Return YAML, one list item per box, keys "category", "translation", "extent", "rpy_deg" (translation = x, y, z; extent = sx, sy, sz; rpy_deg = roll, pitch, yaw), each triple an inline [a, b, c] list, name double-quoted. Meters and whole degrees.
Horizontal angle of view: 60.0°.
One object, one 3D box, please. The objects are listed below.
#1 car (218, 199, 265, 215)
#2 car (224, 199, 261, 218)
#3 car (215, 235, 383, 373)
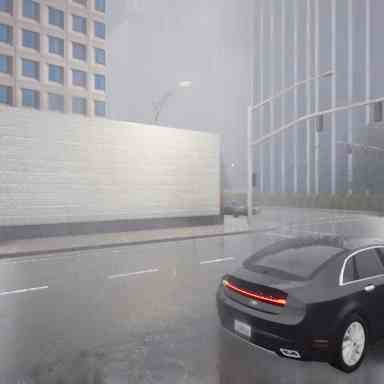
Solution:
- category: "car"
  translation: [5.157, 1.546, 35.386]
  extent: [2.128, 1.511, 4.902]
  rpy_deg: [0, 0, -36]
- category: "car"
  translation: [3.592, 1.602, 31.555]
  extent: [2.033, 1.411, 5.357]
  rpy_deg: [0, 0, -36]
- category: "car"
  translation: [2.636, 1.505, 5.676]
  extent: [4.892, 1.490, 1.837]
  rpy_deg: [0, 0, -35]
